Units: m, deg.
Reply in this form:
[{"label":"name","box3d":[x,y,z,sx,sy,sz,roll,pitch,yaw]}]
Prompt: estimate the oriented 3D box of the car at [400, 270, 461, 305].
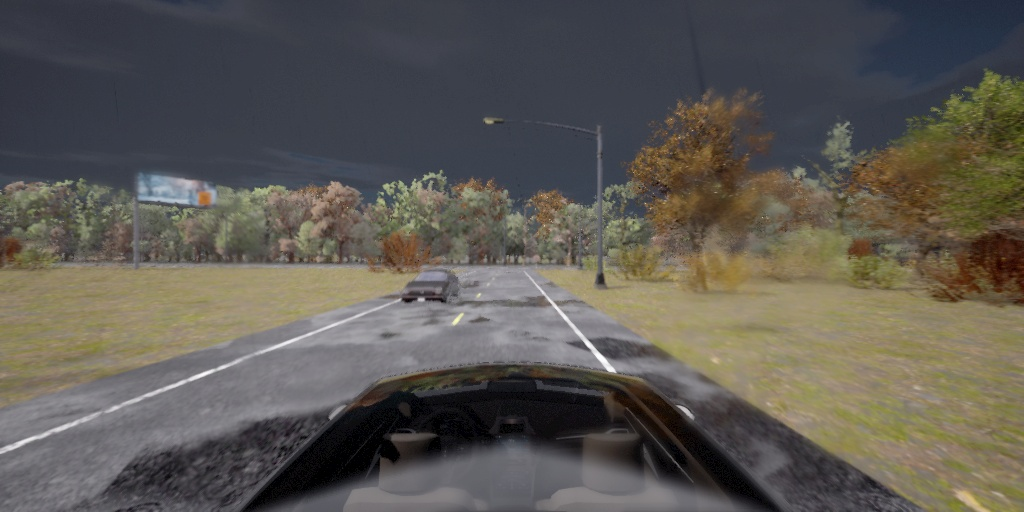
[{"label":"car","box3d":[-3.585,1.357,16.840,2.033,1.411,5.357,0,0,0]}]
